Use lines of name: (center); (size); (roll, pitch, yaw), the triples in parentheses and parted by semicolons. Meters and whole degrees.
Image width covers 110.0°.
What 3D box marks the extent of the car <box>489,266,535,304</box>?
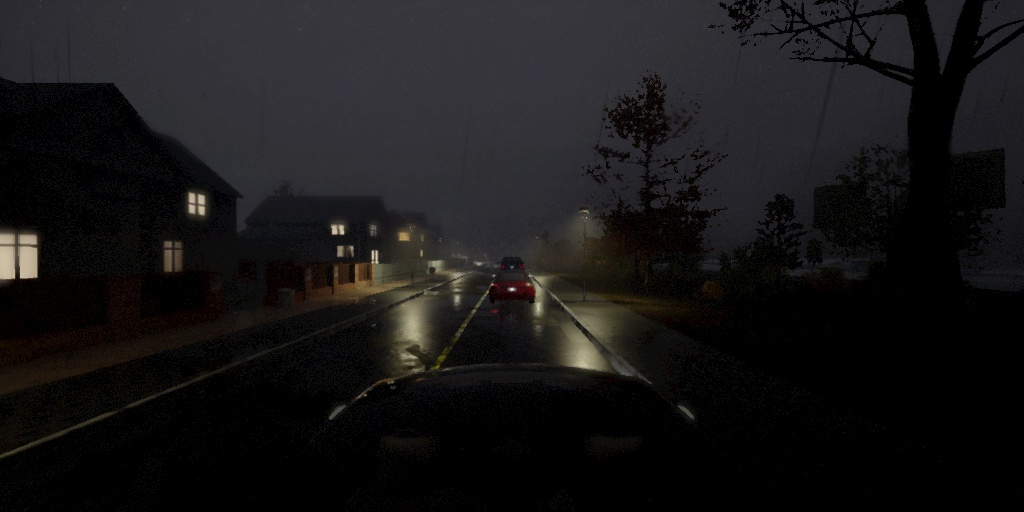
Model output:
car: (0.000, 1.323, 16.500); (1.994, 1.385, 4.181); (0, 0, 0)

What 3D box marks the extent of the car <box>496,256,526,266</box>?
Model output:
car: (0.000, 1.002, 31.529); (2.150, 2.045, 5.566); (0, 0, 0)
